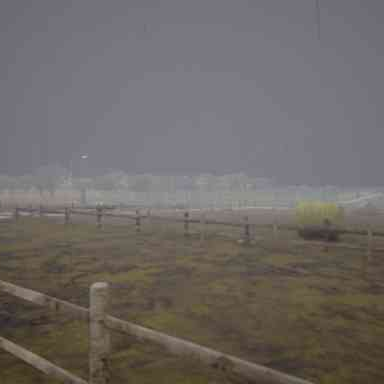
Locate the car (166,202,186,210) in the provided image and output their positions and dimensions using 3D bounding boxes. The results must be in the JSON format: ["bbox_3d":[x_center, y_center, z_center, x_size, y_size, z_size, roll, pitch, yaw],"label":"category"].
[{"bbox_3d":[-2.968,2.587,62.062,1.994,1.385,4.181,1,-1,35],"label":"car"}]

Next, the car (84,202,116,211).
[{"bbox_3d":[-13.273,2.117,47.601,1.895,1.301,4.718,1,-1,35],"label":"car"}]
